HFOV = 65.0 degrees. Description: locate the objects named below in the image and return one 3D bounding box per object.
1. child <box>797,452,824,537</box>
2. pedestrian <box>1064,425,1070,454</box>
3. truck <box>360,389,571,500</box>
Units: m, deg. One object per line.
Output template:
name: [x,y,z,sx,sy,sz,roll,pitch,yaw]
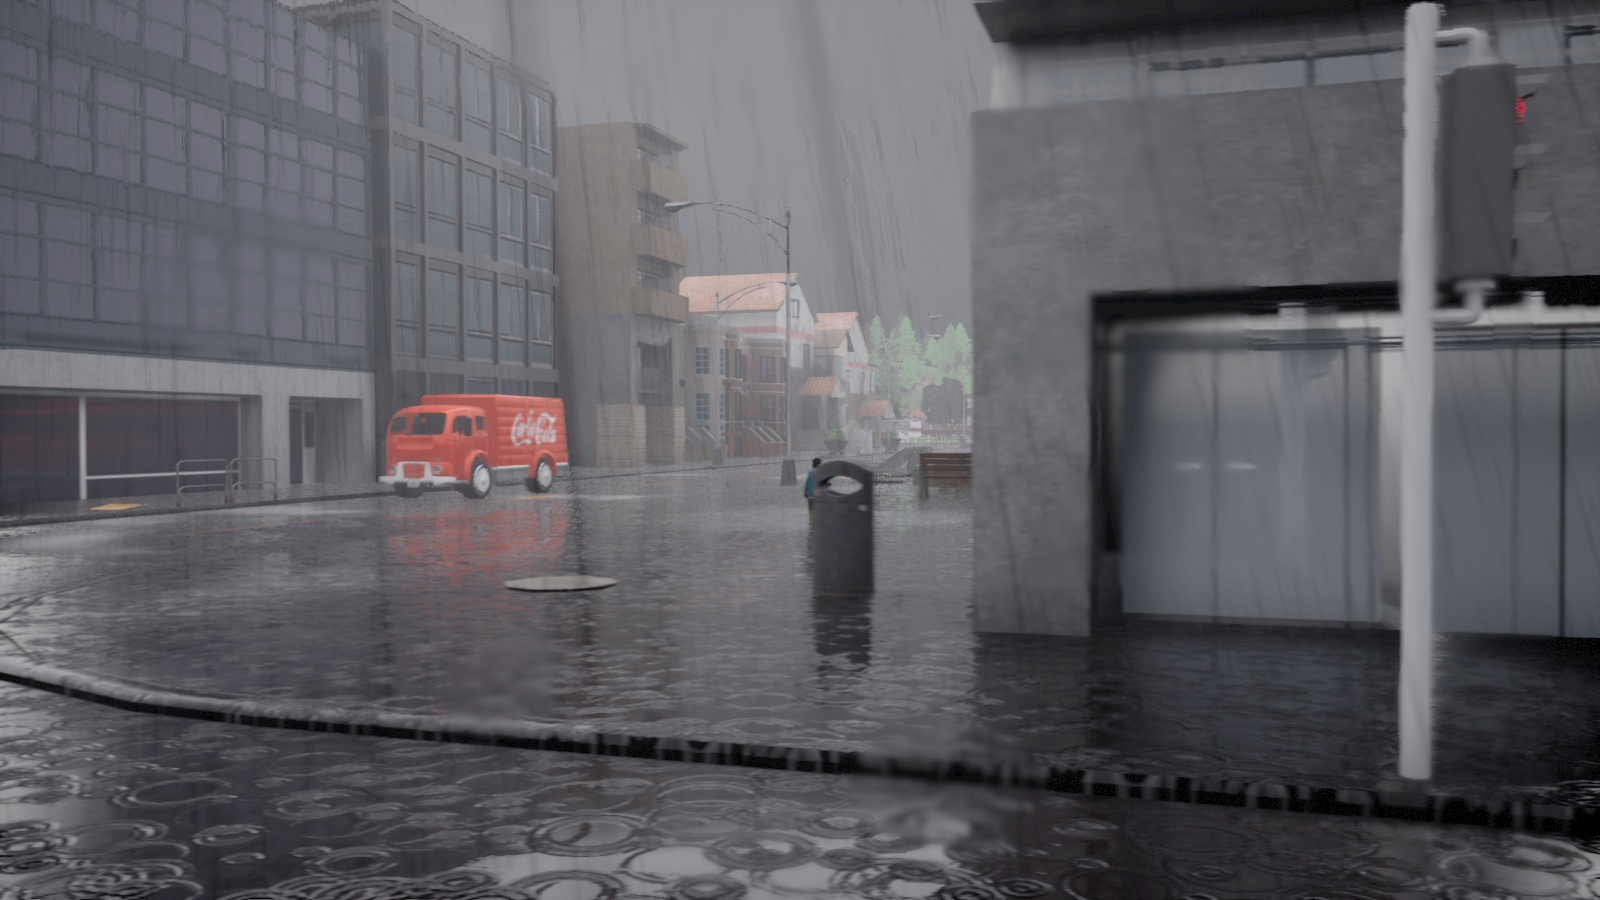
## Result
child: [0.155,0.635,18.042,0.343,1.192,0.448,0,1,6]
pedestrian: [17.296,-0.684,81.468,0.331,1.846,0.636,0,1,16]
truck: [-8.036,-0.177,30.810,2.627,2.467,5.204,1,1,17]
